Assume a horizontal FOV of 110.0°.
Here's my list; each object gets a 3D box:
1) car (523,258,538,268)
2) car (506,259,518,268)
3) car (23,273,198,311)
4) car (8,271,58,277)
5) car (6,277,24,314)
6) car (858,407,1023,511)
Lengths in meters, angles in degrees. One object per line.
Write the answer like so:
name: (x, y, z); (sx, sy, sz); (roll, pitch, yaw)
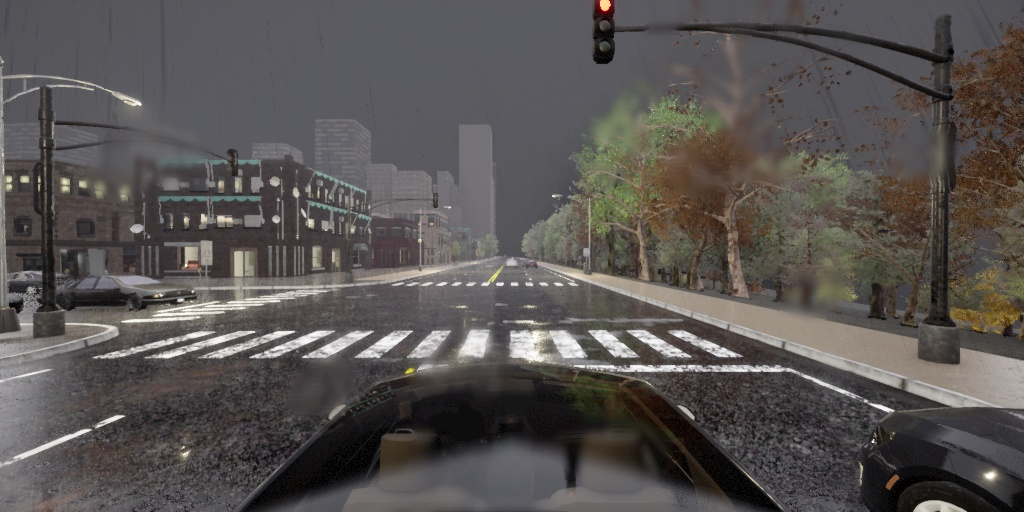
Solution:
car: (3.231, 1.254, 60.484); (1.812, 1.442, 4.674); (0, 0, 0)
car: (-0.018, 1.254, 60.234); (1.812, 1.442, 4.674); (0, 0, 0)
car: (-16.455, 1.480, 15.051); (5.357, 1.411, 2.033); (-1, 1, 3)
car: (-28.319, 1.560, 20.969); (4.403, 1.370, 2.007); (0, 0, 0)
car: (-19.969, 1.565, 12.473); (4.313, 1.339, 1.948); (0, 0, 0)
car: (3.352, 1.255, 0.472); (1.837, 1.490, 4.892); (0, 0, 0)
